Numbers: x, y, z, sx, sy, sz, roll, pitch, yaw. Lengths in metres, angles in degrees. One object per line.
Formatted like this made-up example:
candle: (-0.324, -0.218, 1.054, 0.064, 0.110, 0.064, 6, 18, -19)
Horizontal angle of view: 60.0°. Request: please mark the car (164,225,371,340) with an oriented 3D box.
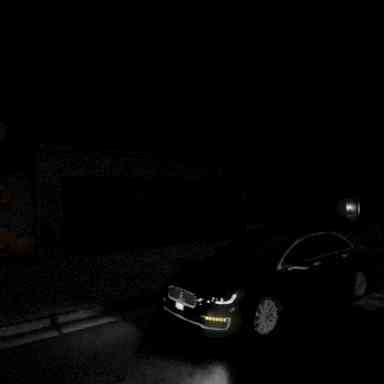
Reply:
car: (1.734, 1.483, 6.602, 4.892, 1.490, 1.837, -1, 0, -37)
